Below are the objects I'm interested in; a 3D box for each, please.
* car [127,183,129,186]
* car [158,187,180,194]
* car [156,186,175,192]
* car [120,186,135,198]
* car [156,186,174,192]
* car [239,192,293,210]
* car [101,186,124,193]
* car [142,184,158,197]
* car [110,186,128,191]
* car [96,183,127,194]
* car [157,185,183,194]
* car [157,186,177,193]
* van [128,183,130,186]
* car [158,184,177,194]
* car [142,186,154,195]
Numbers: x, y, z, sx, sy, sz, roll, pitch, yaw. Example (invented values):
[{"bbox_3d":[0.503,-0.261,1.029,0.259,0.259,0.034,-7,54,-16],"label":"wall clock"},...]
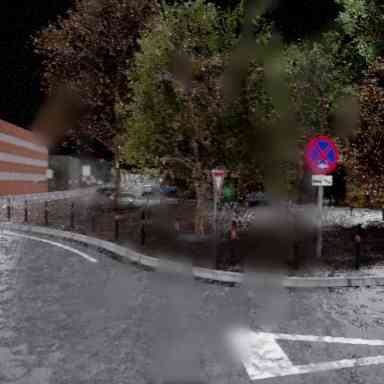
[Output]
[{"bbox_3d":[-19.295,-0.788,85.446,4.792,1.488,2.163,1,1,-8],"label":"car"},{"bbox_3d":[-5.246,-0.394,76.102,4.892,1.521,2.231,1,1,-8],"label":"car"},{"bbox_3d":[-7.197,-0.730,90.082,4.792,1.488,2.163,1,1,-8],"label":"car"},{"bbox_3d":[-9.569,0.217,49.087,1.994,1.385,4.181,1,1,-10],"label":"car"},{"bbox_3d":[-7.633,-0.837,92.995,5.008,1.535,2.097,1,1,-8],"label":"car"},{"bbox_3d":[6.277,0.741,28.629,4.902,1.511,2.128,2,2,45],"label":"car"},{"bbox_3d":[-17.695,-0.526,74.260,5.008,1.535,2.097,1,1,-8],"label":"car"},{"bbox_3d":[-7.333,-0.105,55.910,2.097,1.767,4.553,1,1,-8],"label":"car"},{"bbox_3d":[-20.057,-0.925,91.044,4.674,1.452,2.002,1,1,-8],"label":"car"},{"bbox_3d":[-16.926,-0.637,68.655,5.566,2.045,2.435,1,1,-8],"label":"car"},{"bbox_3d":[-4.900,-0.579,73.419,5.566,2.045,2.435,1,1,-8],"label":"car"},{"bbox_3d":[-6.443,-0.613,84.485,5.008,1.535,2.097,1,1,-8],"label":"car"},{"bbox_3d":[-19.541,-1.116,88.257,4.442,1.987,1.878,1,1,-8],"label":"van"},{"bbox_3d":[-4.130,-0.319,67.695,4.553,1.767,2.185,1,2,-8],"label":"car"},{"bbox_3d":[-8.570,-0.305,64.477,2.097,1.767,4.553,1,1,-8],"label":"car"}]
